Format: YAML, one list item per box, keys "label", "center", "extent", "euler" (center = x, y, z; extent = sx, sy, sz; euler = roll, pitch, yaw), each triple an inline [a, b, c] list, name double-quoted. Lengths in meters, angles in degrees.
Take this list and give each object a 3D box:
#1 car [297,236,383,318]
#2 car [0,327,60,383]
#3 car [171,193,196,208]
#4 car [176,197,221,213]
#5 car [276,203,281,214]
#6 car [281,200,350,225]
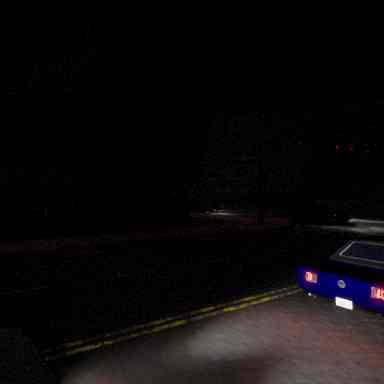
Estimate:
- label: "car"
  center: [4.403, 1.601, 6.911]
  extent: [4.718, 1.301, 1.895]
  euler: [0, 0, -35]
- label: "car"
  center: [-3.079, 1.601, 1.556]
  extent: [4.718, 1.301, 1.895]
  euler: [0, 0, -35]
- label: "car"
  center: [-0.675, 1.222, 45.245]
  extent: [2.150, 2.045, 5.566]
  euler: [0, 0, -35]
- label: "car"
  center: [0.846, 1.547, 37.102]
  extent: [2.033, 1.411, 5.357]
  euler: [0, 0, -36]
- label: "car"
  center: [9.990, 1.491, 30.393]
  extent: [2.128, 1.511, 4.902]
  euler: [0, 0, -36]
- label: "car"
  center: [9.089, 1.477, 24.323]
  extent: [1.882, 1.535, 5.008]
  euler: [1, 0, -23]
